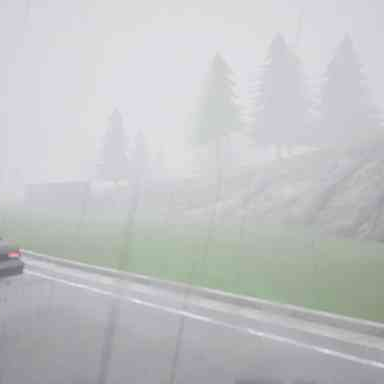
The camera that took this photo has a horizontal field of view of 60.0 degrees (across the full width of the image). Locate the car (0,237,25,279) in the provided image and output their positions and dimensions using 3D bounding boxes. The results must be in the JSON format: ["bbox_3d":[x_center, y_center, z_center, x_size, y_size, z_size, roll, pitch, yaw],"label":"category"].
[{"bbox_3d":[-6.393,1.512,8.778,5.357,1.411,2.033,0,0,40],"label":"car"}]
